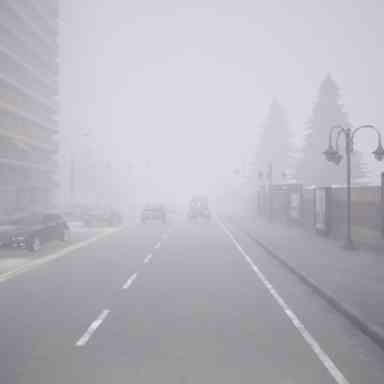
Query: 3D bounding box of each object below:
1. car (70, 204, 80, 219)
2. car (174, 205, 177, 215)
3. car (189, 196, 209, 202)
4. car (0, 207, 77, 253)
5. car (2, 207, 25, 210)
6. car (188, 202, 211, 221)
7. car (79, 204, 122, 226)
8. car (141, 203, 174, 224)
[{"bbox_3d":[-10.014,1.768,29.334,1.994,1.385,4.181,0,0,2],"label":"car"},{"bbox_3d":[-2.721,1.860,36.911,1.895,1.301,4.718,0,0,1],"label":"car"},{"bbox_3d":[0.844,1.496,38.905,2.150,2.045,5.566,0,0,1],"label":"car"},{"bbox_3d":[-6.843,1.603,14.259,1.837,1.490,4.892,0,0,1],"label":"car"},{"bbox_3d":[-10.203,1.624,19.252,2.128,1.511,4.902,0,0,2],"label":"car"},{"bbox_3d":[0.644,1.806,29.165,1.895,1.301,4.718,0,0,1],"label":"car"},{"bbox_3d":[-6.533,1.702,24.953,1.812,1.442,4.674,0,0,1],"label":"car"},{"bbox_3d":[-2.897,1.680,26.787,2.128,1.511,4.902,0,0,1],"label":"car"}]
